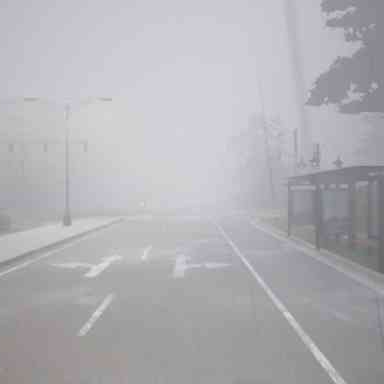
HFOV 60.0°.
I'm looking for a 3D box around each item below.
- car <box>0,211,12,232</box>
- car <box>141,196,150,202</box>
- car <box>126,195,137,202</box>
[{"bbox_3d":[-11.542,1.575,17.821,1.812,1.442,4.674,0,0,0],"label":"car"},{"bbox_3d":[-11.512,1.757,82.582,2.128,1.511,4.902,0,0,0],"label":"car"},{"bbox_3d":[-15.012,1.587,82.612,2.097,1.767,4.553,0,0,0],"label":"car"}]
